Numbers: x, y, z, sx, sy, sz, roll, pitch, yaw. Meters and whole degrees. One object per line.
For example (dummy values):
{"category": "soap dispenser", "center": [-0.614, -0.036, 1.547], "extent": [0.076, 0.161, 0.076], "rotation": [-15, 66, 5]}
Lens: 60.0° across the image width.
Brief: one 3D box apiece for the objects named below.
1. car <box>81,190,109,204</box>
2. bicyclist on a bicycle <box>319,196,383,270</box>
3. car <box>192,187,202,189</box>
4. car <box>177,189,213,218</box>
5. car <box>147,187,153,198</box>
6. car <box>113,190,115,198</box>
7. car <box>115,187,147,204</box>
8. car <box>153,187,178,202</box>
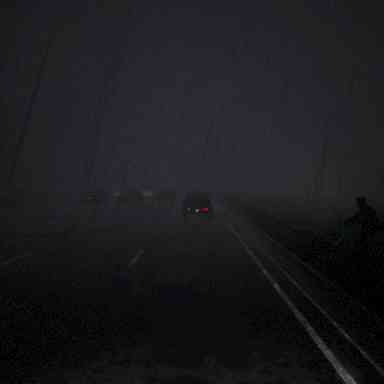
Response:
{"category": "car", "center": [-9.997, 0.507, 34.581], "extent": [1.994, 1.385, 4.181], "rotation": [0, 2, 1]}
{"category": "bicyclist on a bicycle", "center": [3.813, 0.939, 7.562], "extent": [1.656, 1.620, 0.582], "rotation": [14, 3, 1]}
{"category": "car", "center": [0.646, 0.086, 46.466], "extent": [1.882, 1.535, 5.008], "rotation": [0, 2, 1]}
{"category": "car", "center": [0.353, 0.824, 22.247], "extent": [2.128, 1.511, 4.902], "rotation": [0, 2, 1]}
{"category": "car", "center": [-6.333, 0.029, 47.921], "extent": [1.882, 1.535, 5.008], "rotation": [0, 2, 1]}
{"category": "car", "center": [-9.844, 0.045, 47.156], "extent": [1.882, 1.535, 5.008], "rotation": [0, 2, 1]}
{"category": "car", "center": [-6.481, 0.390, 35.831], "extent": [1.882, 1.535, 5.008], "rotation": [0, 2, 1]}
{"category": "car", "center": [-2.950, 0.327, 38.187], "extent": [1.882, 1.535, 5.008], "rotation": [0, 2, 1]}
